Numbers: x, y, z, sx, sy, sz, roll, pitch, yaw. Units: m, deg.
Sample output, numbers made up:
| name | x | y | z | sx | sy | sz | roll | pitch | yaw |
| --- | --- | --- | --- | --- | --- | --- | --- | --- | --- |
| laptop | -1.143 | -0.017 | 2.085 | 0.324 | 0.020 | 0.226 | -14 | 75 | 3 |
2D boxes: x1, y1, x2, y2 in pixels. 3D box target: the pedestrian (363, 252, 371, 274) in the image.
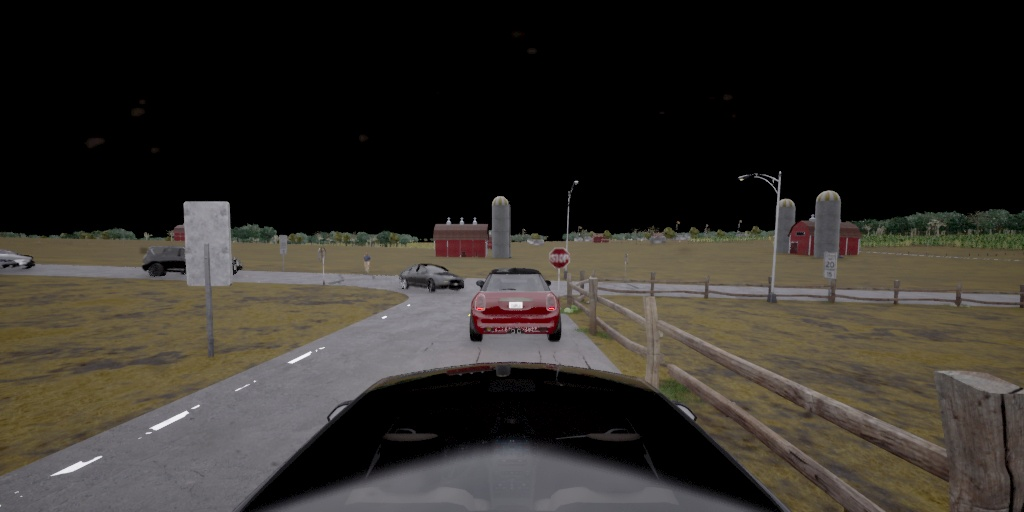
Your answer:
| name | x | y | z | sx | sy | sz | roll | pitch | yaw |
| --- | --- | --- | --- | --- | --- | --- | --- | --- | --- |
| pedestrian | -12.074 | 0.530 | 29.864 | 0.375 | 1.860 | 0.375 | 0 | 1 | 0 |

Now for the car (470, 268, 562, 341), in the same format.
| name | x | y | z | sx | sy | sz | roll | pitch | yaw |
| --- | --- | --- | --- | --- | --- | --- | --- | --- | --- |
| car | 0.056 | 1.096 | 9.999 | 2.097 | 1.767 | 4.553 | 0 | 0 | -1 |

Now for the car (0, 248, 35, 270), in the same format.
| name | x | y | z | sx | sy | sz | roll | pitch | yaw |
| --- | --- | --- | --- | --- | --- | --- | --- | --- | --- |
| car | -35.131 | 0.181 | 23.981 | 4.902 | 1.511 | 2.128 | 2 | 3 | 0 |

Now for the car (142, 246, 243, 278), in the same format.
| name | x | y | z | sx | sy | sz | roll | pitch | yaw |
| --- | --- | --- | --- | --- | --- | --- | --- | --- | --- |
| car | -21.233 | 0.375 | 23.923 | 5.566 | 2.045 | 2.150 | 2 | 3 | 1 |

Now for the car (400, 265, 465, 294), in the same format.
| name | x | y | z | sx | sy | sz | roll | pitch | yaw |
| --- | --- | --- | --- | --- | --- | --- | --- | --- | --- |
| car | -4.611 | 1.249 | 20.458 | 1.837 | 1.490 | 4.892 | 4 | -3 | -45 |
